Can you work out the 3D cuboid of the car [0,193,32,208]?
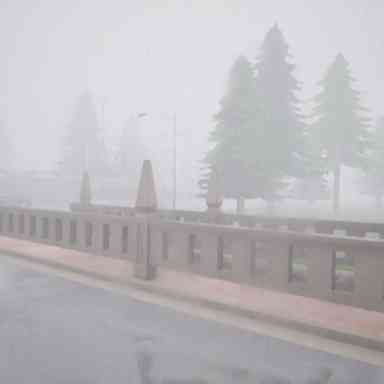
[{"bbox_3d":[-17.653,0.918,31.218,1.837,1.490,4.892,1,1,38],"label":"car"}]
